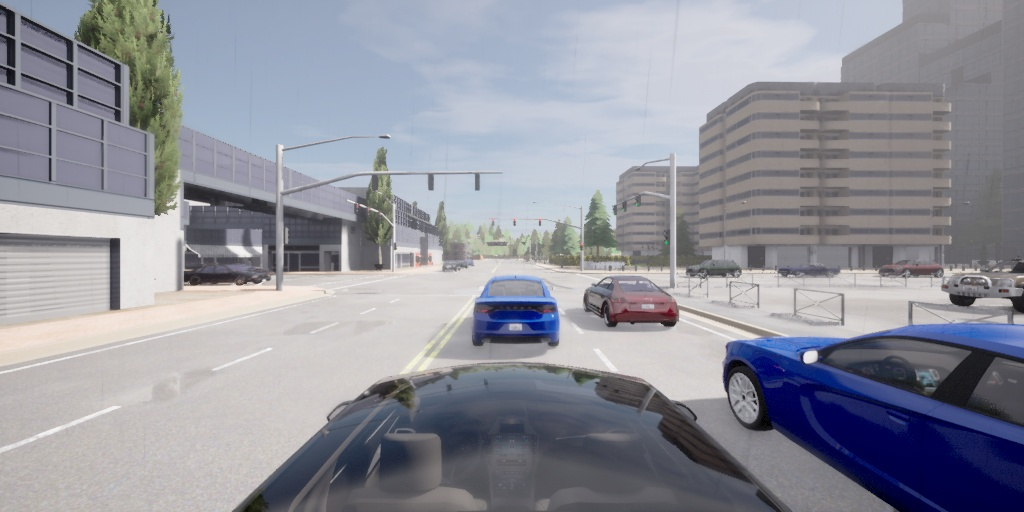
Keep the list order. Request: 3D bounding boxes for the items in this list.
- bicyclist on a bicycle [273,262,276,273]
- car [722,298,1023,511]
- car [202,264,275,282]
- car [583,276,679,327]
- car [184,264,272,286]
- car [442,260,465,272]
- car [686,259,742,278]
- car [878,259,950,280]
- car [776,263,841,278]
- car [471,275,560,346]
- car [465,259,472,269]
[{"bbox_3d":[-25.843,1.052,39.621,0.582,1.620,1.656,0,0,-1],"label":"bicyclist on a bicycle"},{"bbox_3d":[3.603,1.228,2.557,1.882,1.535,5.008,0,0,0],"label":"car"},{"bbox_3d":[-21.418,1.313,28.197,4.181,1.385,1.994,0,0,-1],"label":"car"},{"bbox_3d":[3.602,1.314,11.541,1.994,1.385,4.181,0,0,0],"label":"car"},{"bbox_3d":[-19.763,1.297,24.721,5.357,1.411,2.033,0,0,-1],"label":"car"},{"bbox_3d":[-7.851,1.240,46.801,2.128,1.511,4.902,0,0,0],"label":"car"},{"bbox_3d":[18.684,1.101,33.376,4.553,1.767,2.097,0,0,-1],"label":"car"},{"bbox_3d":[37.467,1.101,33.749,4.553,1.767,2.097,0,0,-1],"label":"car"},{"bbox_3d":[27.671,1.349,33.562,4.718,1.301,1.895,0,0,-1],"label":"car"},{"bbox_3d":[0.093,1.227,9.408,1.882,1.535,5.008,0,0,0],"label":"car"},{"bbox_3d":[-7.991,1.312,56.761,1.994,1.385,4.181,0,0,-1],"label":"car"}]
